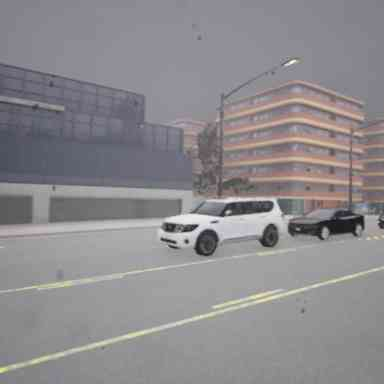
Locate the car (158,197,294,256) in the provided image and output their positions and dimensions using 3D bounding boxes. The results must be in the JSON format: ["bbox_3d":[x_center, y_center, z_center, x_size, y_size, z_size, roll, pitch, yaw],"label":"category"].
[{"bbox_3d":[1.380,1.242,13.511,5.566,2.045,2.150,0,0,-35],"label":"car"}]

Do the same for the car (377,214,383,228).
[{"bbox_3d":[14.733,1.799,23.000,4.892,1.490,1.837,2,-1,-35],"label":"car"}]

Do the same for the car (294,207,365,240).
[{"bbox_3d":[7.160,1.568,17.576,5.008,1.535,1.882,1,-1,-35],"label":"car"}]
